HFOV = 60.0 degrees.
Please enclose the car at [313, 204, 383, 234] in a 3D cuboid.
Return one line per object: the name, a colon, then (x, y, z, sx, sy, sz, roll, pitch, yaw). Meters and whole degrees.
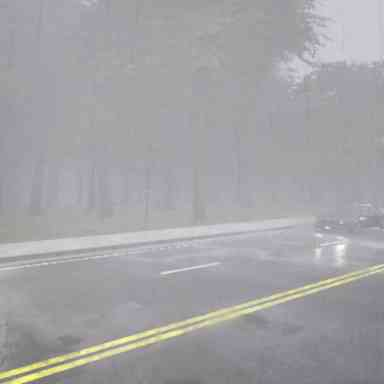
car: (8.841, 1.345, 17.975, 5.357, 1.411, 2.033, -1, 0, -35)
